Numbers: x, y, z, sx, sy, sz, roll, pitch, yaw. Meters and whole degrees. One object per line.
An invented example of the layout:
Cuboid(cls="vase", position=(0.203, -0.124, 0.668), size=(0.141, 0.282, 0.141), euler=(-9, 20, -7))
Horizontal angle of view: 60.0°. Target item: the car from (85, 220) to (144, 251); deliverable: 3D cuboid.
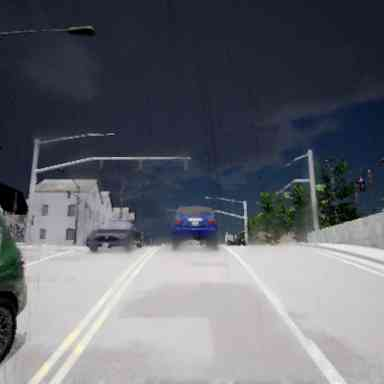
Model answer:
Cuboid(cls="car", position=(-3.554, 2.100, 16.428), size=(2.033, 1.411, 5.357), euler=(0, -6, 0))

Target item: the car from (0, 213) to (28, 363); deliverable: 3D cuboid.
Cuboid(cls="car", position=(-3.575, 1.243, 2.807), size=(2.150, 2.045, 5.566), euler=(0, -1, 0))

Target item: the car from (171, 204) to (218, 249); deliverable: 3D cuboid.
Cuboid(cls="car", position=(0.092, 1.891, 17.510), size=(2.150, 2.045, 5.566), euler=(0, -9, -1))
